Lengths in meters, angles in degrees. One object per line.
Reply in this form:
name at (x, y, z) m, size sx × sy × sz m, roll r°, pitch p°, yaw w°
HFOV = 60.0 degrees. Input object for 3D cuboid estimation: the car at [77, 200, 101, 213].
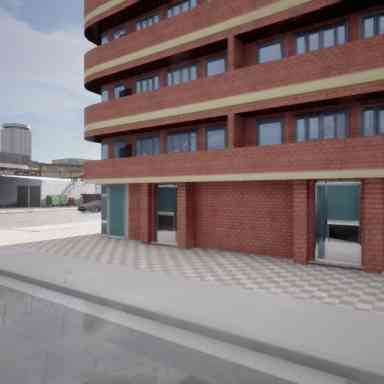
car at (-10.402, 1.563, 36.447) m, size 1.994 × 1.385 × 4.181 m, roll 0°, pitch 0°, yaw 34°
